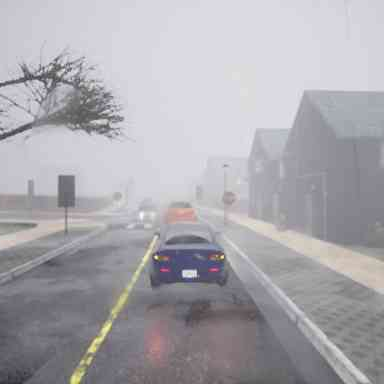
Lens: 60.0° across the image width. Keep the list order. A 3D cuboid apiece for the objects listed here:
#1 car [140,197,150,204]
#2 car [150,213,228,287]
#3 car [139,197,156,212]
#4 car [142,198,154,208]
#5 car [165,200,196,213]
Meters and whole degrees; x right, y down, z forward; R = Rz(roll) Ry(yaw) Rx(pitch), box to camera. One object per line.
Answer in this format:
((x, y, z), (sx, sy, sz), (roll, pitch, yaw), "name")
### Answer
((-9.325, 1.679, 66.216), (1.812, 1.442, 4.674), (0, 0, -10), "car")
((-0.113, 1.550, 9.264), (1.812, 1.442, 4.674), (0, 0, -2), "car")
((-5.290, 1.660, 39.633), (1.994, 1.385, 4.181), (0, 0, -7), "car")
((-6.886, 1.650, 51.574), (1.812, 1.442, 4.674), (0, 0, -8), "car")
((-0.869, 1.412, 23.939), (2.097, 1.767, 4.553), (0, 0, -4), "car")
